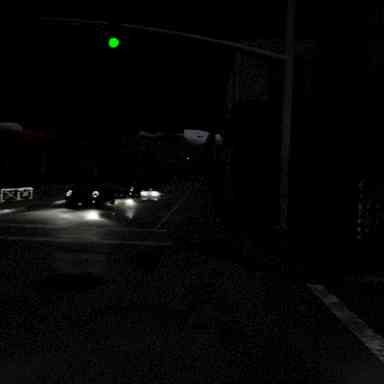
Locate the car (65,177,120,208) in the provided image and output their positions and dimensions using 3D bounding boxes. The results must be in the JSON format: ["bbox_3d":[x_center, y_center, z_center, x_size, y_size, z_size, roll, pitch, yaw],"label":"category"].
[{"bbox_3d":[-6.459,0.025,21.638,2.097,1.767,4.553,2,2,2],"label":"car"}]

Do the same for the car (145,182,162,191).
[{"bbox_3d":[-5.568,-0.819,47.849,1.895,1.301,4.718,2,2,2],"label":"car"}]

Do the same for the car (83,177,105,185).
[{"bbox_3d":[-23.277,-2.690,78.916,4.611,1.667,2.242,2,2,1],"label":"car"}]

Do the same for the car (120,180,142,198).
[{"bbox_3d":[-6.143,-0.394,31.682,2.097,1.767,4.553,2,2,2],"label":"car"}]

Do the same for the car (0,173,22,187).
[{"bbox_3d":[-24.765,-1.690,44.956,1.905,1.878,3.866,2,2,1],"label":"car"}]
